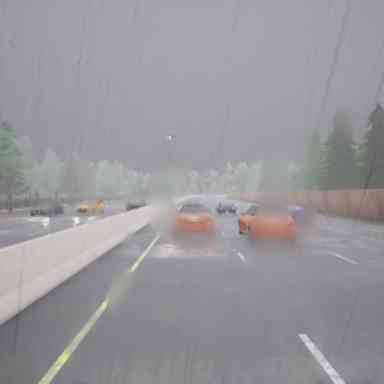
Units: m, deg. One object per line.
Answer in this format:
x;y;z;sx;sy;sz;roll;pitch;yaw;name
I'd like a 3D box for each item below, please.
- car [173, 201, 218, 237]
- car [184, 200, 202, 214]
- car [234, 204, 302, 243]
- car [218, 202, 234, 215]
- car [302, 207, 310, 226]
0.095;1.413;18.563;2.097;1.767;4.553;0;0;0;car
0.092;1.689;37.937;1.994;1.385;4.181;0;0;0;car
3.595;1.407;16.678;2.097;1.767;4.553;0;0;0;car
3.584;1.719;36.015;1.895;1.301;4.718;0;0;0;car
7.080;1.605;24.097;1.812;1.442;4.674;0;0;0;car
